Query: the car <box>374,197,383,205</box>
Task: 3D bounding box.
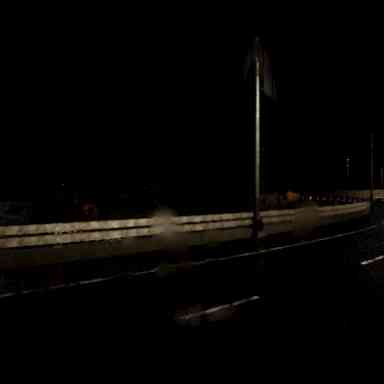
[{"bbox_3d":[36.648,1.751,64.172,2.128,1.511,4.902,0,0,14],"label":"car"}]
